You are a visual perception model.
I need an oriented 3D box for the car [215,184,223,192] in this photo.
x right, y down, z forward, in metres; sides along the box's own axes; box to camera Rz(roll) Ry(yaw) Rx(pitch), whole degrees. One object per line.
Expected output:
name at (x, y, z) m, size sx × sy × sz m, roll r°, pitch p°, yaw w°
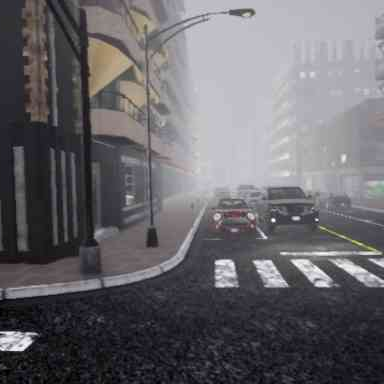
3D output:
car at (7.203, -1.123, 88.723) m, size 2.192 × 1.841 × 5.009 m, roll -2°, pitch 1°, yaw 4°

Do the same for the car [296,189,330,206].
car at (11.473, 0.446, 31.891) m, size 1.887 × 1.381 × 4.507 m, roll -2°, pitch 1°, yaw 4°

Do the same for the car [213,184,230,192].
car at (3.929, 0.103, 43.748) m, size 2.192 × 1.841 × 5.009 m, roll -2°, pitch 1°, yaw 4°

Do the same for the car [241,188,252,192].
car at (5.298, 0.691, 26.734) m, size 1.837 × 1.490 × 4.892 m, roll -1°, pitch 1°, yaw 4°

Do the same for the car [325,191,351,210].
car at (11.064, 0.605, 26.270) m, size 2.008 × 1.369 × 4.403 m, roll -2°, pitch 1°, yaw 4°

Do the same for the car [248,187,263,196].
car at (10.604, -0.115, 55.598) m, size 1.994 × 1.385 × 4.181 m, roll -1°, pitch 1°, yaw 4°

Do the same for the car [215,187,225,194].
car at (5.982, -0.427, 71.863) m, size 2.008 × 1.369 × 4.403 m, roll -2°, pitch 1°, yaw 4°

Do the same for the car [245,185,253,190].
car at (15.974, -1.240, 93.731) m, size 1.887 × 1.381 × 4.507 m, roll -2°, pitch 1°, yaw 4°

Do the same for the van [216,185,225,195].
van at (5.567, -0.483, 66.236) m, size 1.690 × 1.788 × 3.998 m, roll -2°, pitch 1°, yaw 4°

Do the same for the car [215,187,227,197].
car at (4.742, 0.012, 54.827) m, size 1.752 × 1.417 × 4.829 m, roll -2°, pitch 1°, yaw 4°

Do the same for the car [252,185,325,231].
car at (4.554, 0.682, 16.643) m, size 2.150 × 2.045 × 5.566 m, roll -1°, pitch 1°, yaw 4°

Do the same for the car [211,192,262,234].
car at (1.887, 0.992, 15.643) m, size 1.967 × 1.590 × 4.097 m, roll -2°, pitch 1°, yaw 4°

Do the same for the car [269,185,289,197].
car at (12.698, -0.117, 48.754) m, size 1.967 × 1.590 × 4.097 m, roll -2°, pitch 1°, yaw 4°

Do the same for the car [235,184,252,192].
car at (6.079, 0.117, 37.423) m, size 2.150 × 2.045 × 5.566 m, roll -1°, pitch 1°, yaw 4°
